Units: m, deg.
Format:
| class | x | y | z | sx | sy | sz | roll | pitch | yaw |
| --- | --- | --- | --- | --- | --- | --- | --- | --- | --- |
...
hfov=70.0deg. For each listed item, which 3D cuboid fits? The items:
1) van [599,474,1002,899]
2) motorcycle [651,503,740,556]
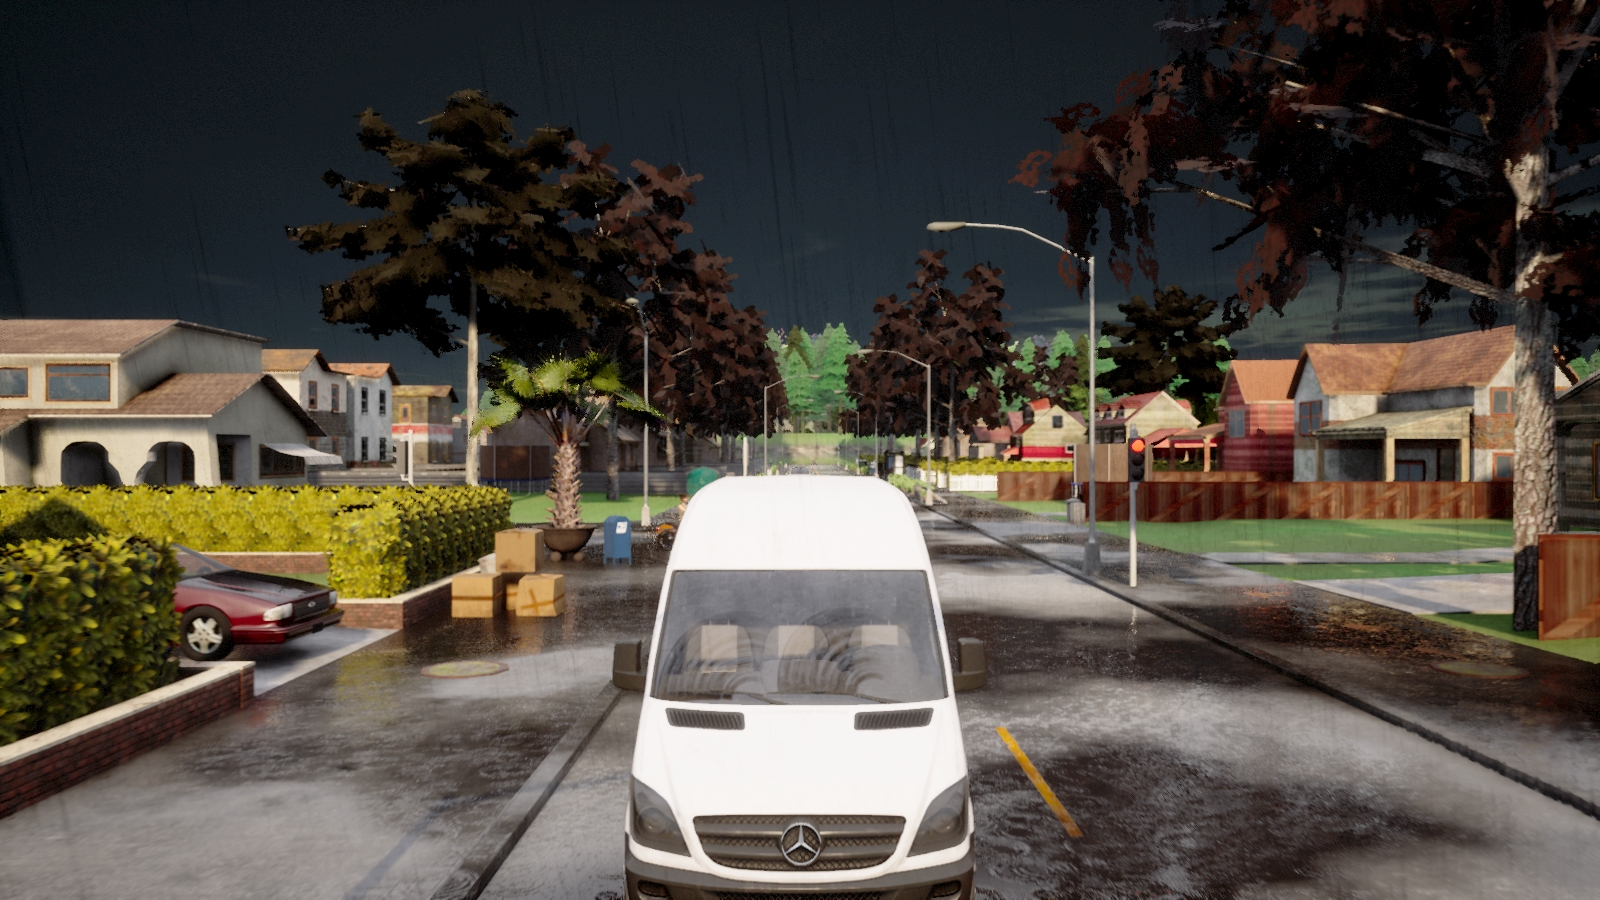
| class | x | y | z | sx | sy | sz | roll | pitch | yaw |
| --- | --- | --- | --- | --- | --- | --- | --- | --- | --- |
| van | 0.003 | 1.533 | 8.598 | 1.988 | 2.561 | 5.915 | 0 | 0 | 0 |
| motorcycle | -2.851 | 2.154 | 31.140 | 2.356 | 1.307 | 0.764 | 0 | 1 | 26 |
